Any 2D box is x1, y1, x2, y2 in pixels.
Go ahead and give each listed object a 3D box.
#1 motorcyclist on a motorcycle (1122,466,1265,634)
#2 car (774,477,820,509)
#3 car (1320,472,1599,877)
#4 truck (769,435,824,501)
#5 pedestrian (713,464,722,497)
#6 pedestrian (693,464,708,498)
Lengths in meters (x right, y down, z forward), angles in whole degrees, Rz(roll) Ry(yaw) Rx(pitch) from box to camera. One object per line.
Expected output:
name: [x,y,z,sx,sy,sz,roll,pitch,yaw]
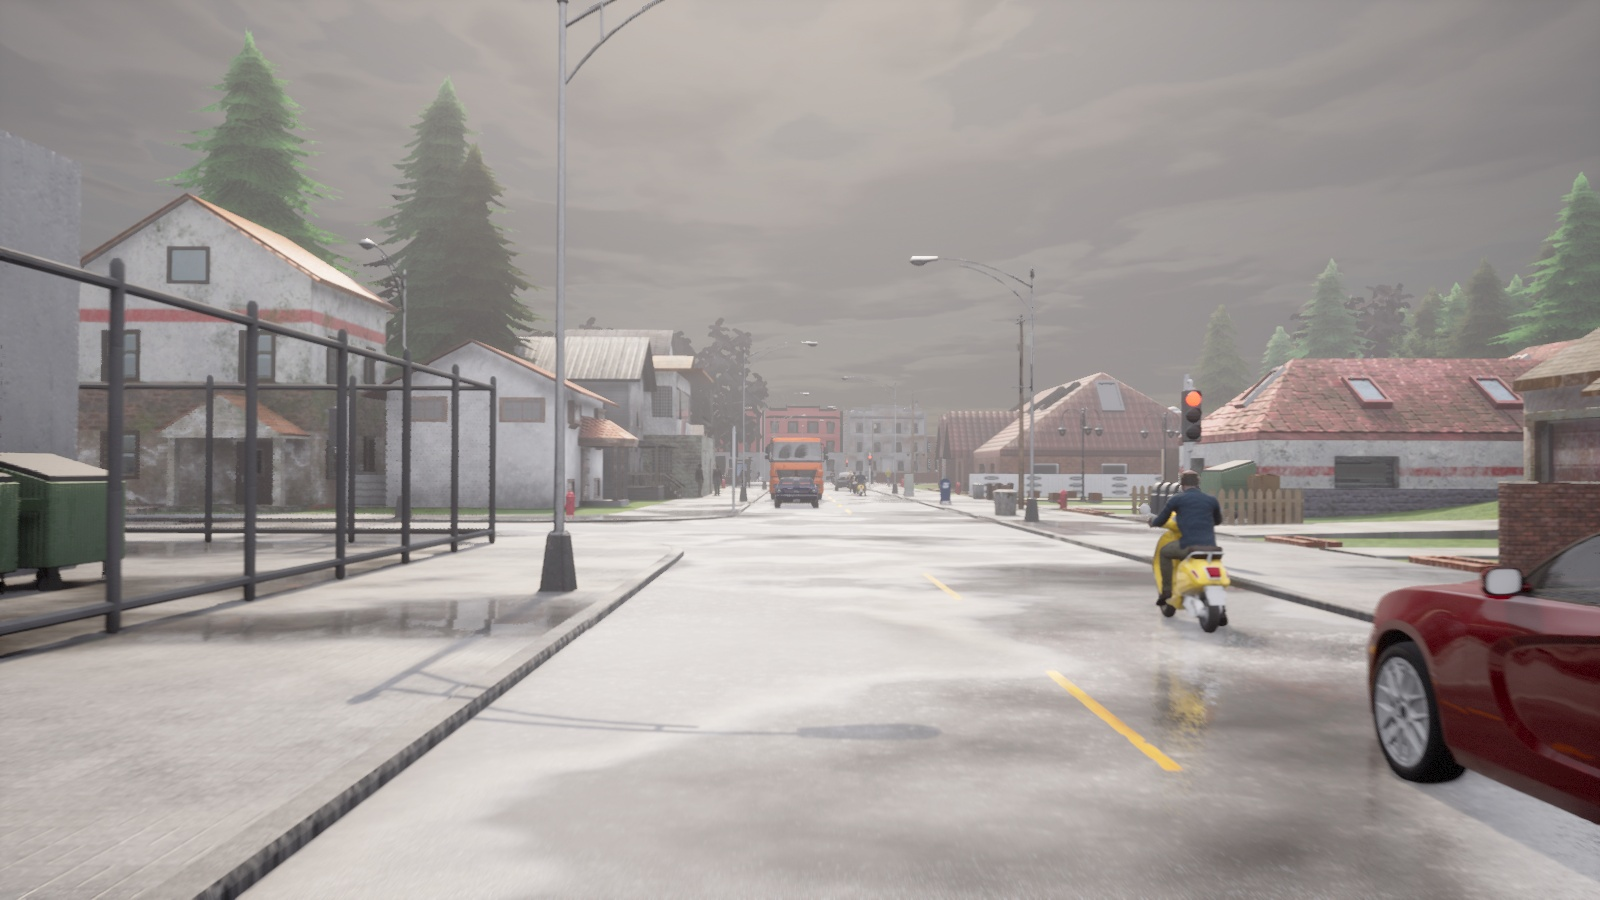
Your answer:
motorcyclist on a motorcycle: [3.979,0.968,12.868,0.866,1.590,1.817,0,-1,0]
car: [-0.145,1.829,54.578,1.895,1.301,4.718,0,-1,-1]
car: [3.987,0.857,4.820,1.882,1.535,5.008,0,-1,0]
truck: [-0.184,1.017,70.709,2.891,3.462,7.936,0,-1,0]
pedestrian: [-4.824,1.773,73.416,0.402,1.930,0.666,0,-1,9]
pedestrian: [-5.495,1.709,69.478,0.703,1.840,0.431,1,-1,-38]
